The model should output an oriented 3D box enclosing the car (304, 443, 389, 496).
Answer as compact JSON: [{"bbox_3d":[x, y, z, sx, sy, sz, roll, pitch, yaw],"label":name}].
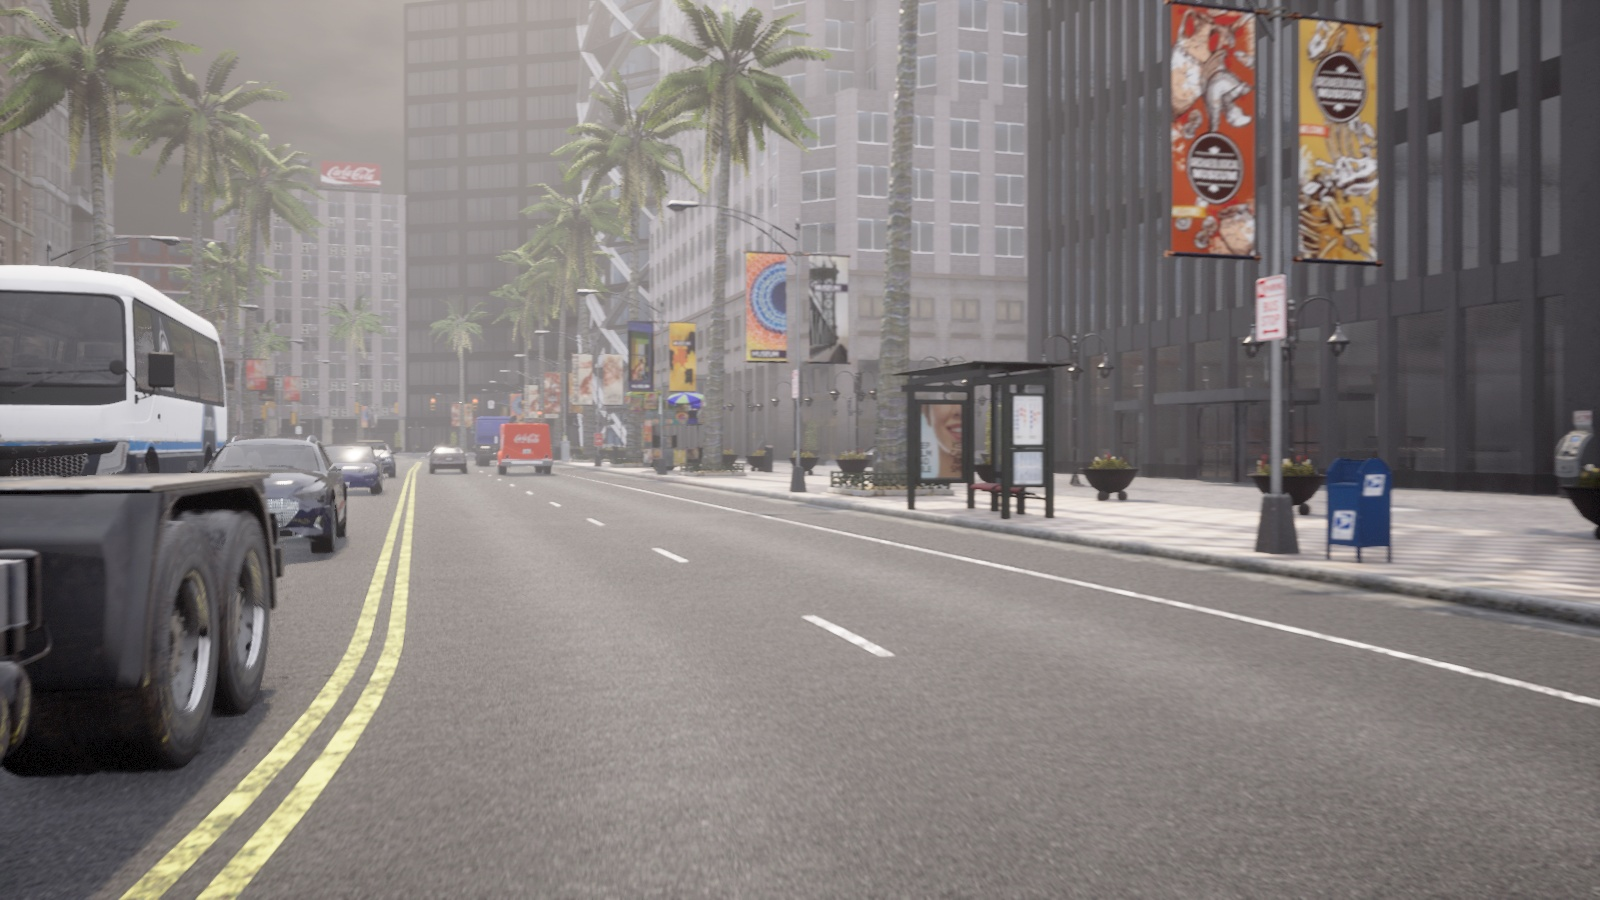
[{"bbox_3d":[-13.636,0.535,38.015,2.163,1.488,4.792,0,0,-17],"label":"car"}]

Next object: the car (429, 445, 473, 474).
[{"bbox_3d":[-17.820,0.437,63.974,2.033,1.411,5.357,0,0,-17],"label":"car"}]

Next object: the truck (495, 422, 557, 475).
[{"bbox_3d":[-13.602,-0.088,62.109,2.627,2.467,5.204,0,0,-17],"label":"truck"}]

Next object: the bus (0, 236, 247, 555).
[{"bbox_3d":[-12.329,-0.749,21.574,3.944,4.253,10.273,0,0,-17],"label":"bus"}]

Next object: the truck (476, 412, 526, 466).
[{"bbox_3d":[-20.296,-0.711,85.038,2.891,3.462,7.936,0,0,-16],"label":"truck"}]

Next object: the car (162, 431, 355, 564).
[{"bbox_3d":[-7.659,0.575,18.227,2.033,1.649,4.856,0,0,-17],"label":"car"}]

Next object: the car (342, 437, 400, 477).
[{"bbox_3d":[-18.959,0.281,55.638,2.242,1.667,4.611,0,0,-17],"label":"car"}]

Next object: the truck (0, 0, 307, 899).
[{"bbox_3d":[-3.846,-0.257,3.935,2.891,3.462,7.936,0,0,-11],"label":"truck"}]
